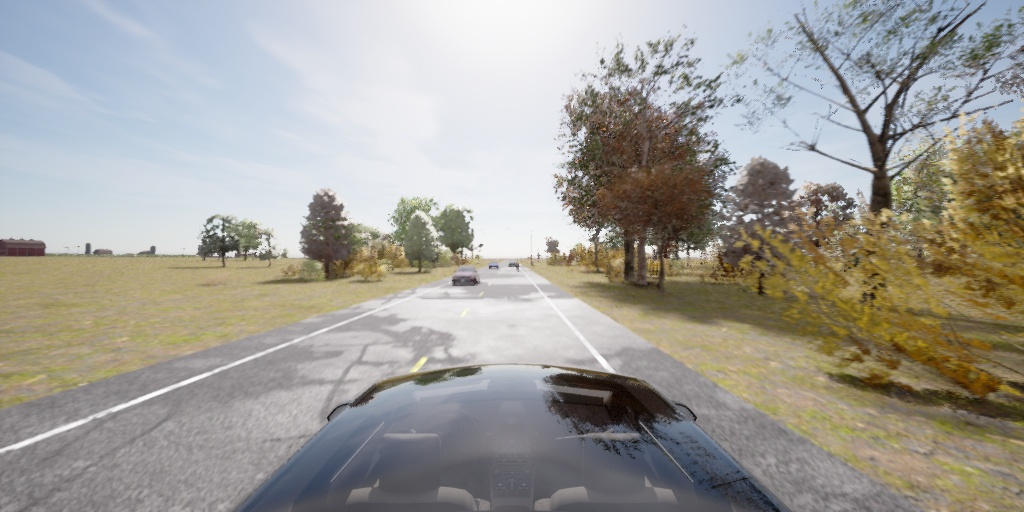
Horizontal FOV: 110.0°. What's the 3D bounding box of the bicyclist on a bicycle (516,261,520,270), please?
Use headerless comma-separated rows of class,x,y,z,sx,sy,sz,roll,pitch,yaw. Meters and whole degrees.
bicyclist on a bicycle,0.987,1.663,57.353,0.866,1.612,1.509,0,1,0

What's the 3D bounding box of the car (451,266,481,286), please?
car,-3.578,1.510,28.482,1.812,1.442,4.674,0,-1,0
